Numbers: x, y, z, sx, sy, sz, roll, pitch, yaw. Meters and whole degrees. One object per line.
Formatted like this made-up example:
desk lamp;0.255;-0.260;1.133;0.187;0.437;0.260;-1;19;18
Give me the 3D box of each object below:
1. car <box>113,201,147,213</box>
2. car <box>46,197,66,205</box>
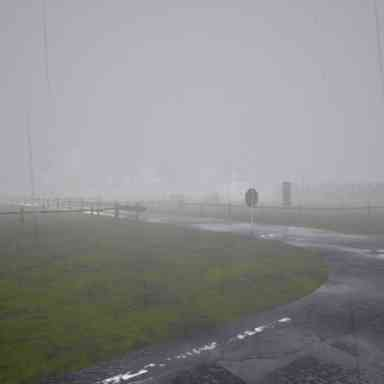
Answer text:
car;-6.982;1.599;37.011;1.895;1.301;4.718;1;-1;-39
car;-23.133;1.568;56.254;1.895;1.301;4.718;1;-1;-41
